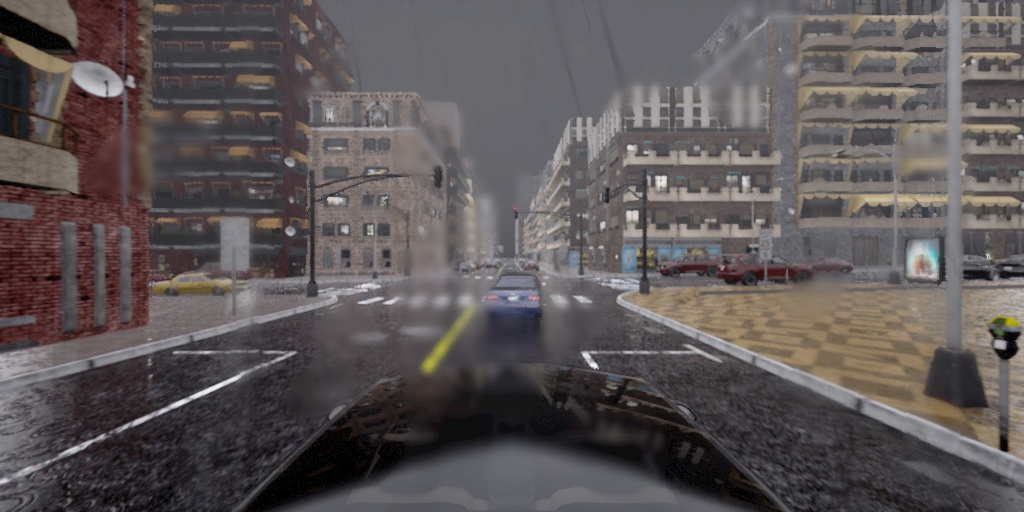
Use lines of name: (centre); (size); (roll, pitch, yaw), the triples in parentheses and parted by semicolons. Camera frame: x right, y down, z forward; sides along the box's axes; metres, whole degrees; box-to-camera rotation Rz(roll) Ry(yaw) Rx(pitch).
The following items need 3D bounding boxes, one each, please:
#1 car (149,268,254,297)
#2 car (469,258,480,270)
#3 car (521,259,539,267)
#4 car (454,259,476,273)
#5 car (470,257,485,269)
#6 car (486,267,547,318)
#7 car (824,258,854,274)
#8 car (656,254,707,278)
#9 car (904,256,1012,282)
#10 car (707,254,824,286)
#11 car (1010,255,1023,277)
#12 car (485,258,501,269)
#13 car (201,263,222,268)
car: (-17.664, 1.595, 20.638); (4.829, 1.417, 1.751); (0, 0, -1)
car: (-5.777, 1.309, 48.499); (1.751, 1.417, 4.829); (0, 0, 0)
car: (2.603, 1.223, 48.687); (1.967, 1.591, 4.097); (0, 0, 0)
car: (-5.766, 1.344, 42.986); (1.948, 1.339, 4.313); (0, 0, 0)
car: (-5.788, 1.104, 54.351); (2.192, 1.841, 5.009); (0, 0, 0)
car: (0.254, 1.302, 12.943); (2.033, 1.411, 5.357); (0, 0, 5)
car: (25.616, 0.833, 29.478); (4.207, 1.307, 1.802); (0, 0, -1)
car: (14.525, 0.773, 29.361); (5.009, 1.841, 2.192); (0, 0, -1)
car: (25.768, 0.828, 21.099); (4.313, 1.339, 1.948); (0, 0, -1)
car: (14.675, 0.785, 20.981); (5.009, 1.841, 2.192); (0, 0, -1)
car: (31.316, 0.724, 21.158); (4.313, 1.339, 1.948); (0, 0, -1)
car: (-3.173, 1.296, 56.730); (1.837, 1.490, 4.892); (0, 0, 0)
car: (-23.649, 1.476, 28.923); (5.009, 1.841, 2.192); (0, 0, -1)
